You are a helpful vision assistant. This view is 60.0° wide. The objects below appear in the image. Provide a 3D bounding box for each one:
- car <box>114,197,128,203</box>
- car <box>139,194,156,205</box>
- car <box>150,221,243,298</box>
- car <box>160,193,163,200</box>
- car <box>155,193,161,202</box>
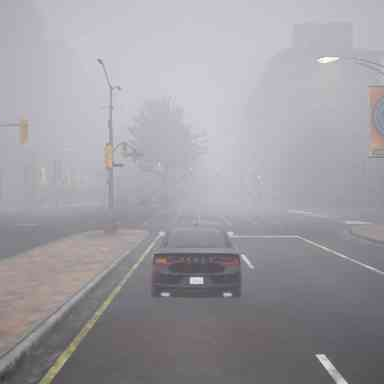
[{"bbox_3d":[-14.490,1.595,67.967,1.895,1.301,4.718,0,0,0],"label":"car"},{"bbox_3d":[-7.865,1.505,56.597,1.837,1.490,4.892,0,0,1],"label":"car"},{"bbox_3d":[0.110,1.478,8.590,1.882,1.535,5.008,0,0,1],"label":"car"},{"bbox_3d":[-7.707,1.225,76.608,2.150,2.045,5.566,0,0,0],"label":"car"},{"bbox_3d":[-7.782,1.526,65.856,1.812,1.442,4.674,0,0,1],"label":"car"}]
